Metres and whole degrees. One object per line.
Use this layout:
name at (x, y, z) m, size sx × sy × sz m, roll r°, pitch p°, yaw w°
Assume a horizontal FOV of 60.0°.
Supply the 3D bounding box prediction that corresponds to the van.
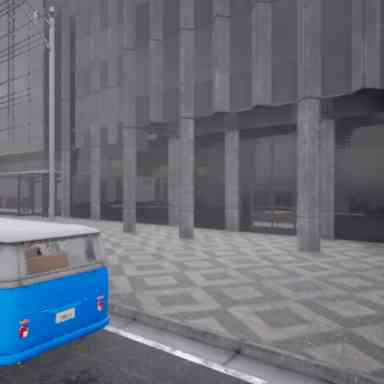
van at (-3.110, 1.323, 5.299) m, size 3.998 × 1.788 × 1.690 m, roll 0°, pitch 0°, yaw 35°
